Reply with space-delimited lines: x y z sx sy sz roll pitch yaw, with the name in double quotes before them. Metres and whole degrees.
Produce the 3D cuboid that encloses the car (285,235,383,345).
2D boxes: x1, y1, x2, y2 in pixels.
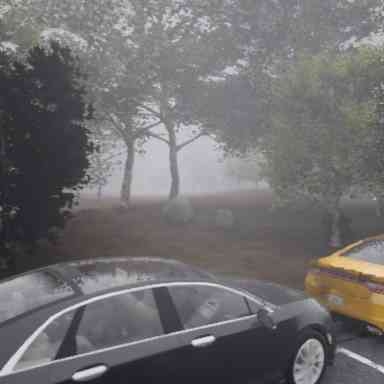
"car" 4.458 1.536 6.274 5.008 1.535 2.097 0 0 -26
